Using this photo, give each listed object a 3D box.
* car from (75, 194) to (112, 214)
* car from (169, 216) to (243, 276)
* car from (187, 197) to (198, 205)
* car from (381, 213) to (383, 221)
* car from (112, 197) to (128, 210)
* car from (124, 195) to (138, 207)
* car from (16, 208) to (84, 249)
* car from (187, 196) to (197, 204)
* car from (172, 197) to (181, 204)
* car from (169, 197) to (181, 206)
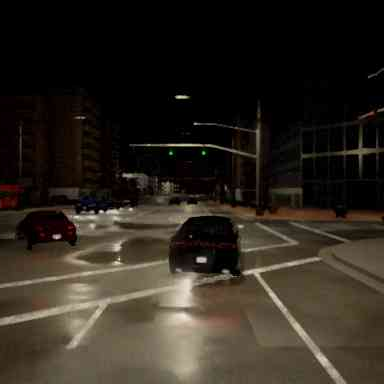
[{"bbox_3d":[-10.548,1.256,35.470,2.150,2.045,5.566,0,0,0],"label":"car"},{"bbox_3d":[0.589,1.477,10.509,1.882,1.535,5.008,0,0,8],"label":"car"},{"bbox_3d":[0.045,1.820,64.868,1.882,1.535,5.008,0,-1,0],"label":"car"},{"bbox_3d":[14.782,1.566,21.179,4.718,1.301,1.895,0,0,1],"label":"car"},{"bbox_3d":[-10.521,1.724,45.539,1.895,1.301,4.718,0,-1,1],"label":"car"},{"bbox_3d":[-10.475,1.460,55.754,2.150,2.045,5.566,0,-1,0],"label":"car"},{"bbox_3d":[-6.416,1.515,14.554,1.812,1.442,4.674,1,0,-34],"label":"car"},{"bbox_3d":[0.046,1.813,75.093,2.097,1.767,4.553,0,-1,0],"label":"car"},{"bbox_3d":[-3.454,1.873,73.877,1.837,1.490,4.892,0,-1,0],"label":"car"},{"bbox_3d":[-3.461,1.856,63.874,1.812,1.442,4.674,0,-1,0],"label":"car"}]
